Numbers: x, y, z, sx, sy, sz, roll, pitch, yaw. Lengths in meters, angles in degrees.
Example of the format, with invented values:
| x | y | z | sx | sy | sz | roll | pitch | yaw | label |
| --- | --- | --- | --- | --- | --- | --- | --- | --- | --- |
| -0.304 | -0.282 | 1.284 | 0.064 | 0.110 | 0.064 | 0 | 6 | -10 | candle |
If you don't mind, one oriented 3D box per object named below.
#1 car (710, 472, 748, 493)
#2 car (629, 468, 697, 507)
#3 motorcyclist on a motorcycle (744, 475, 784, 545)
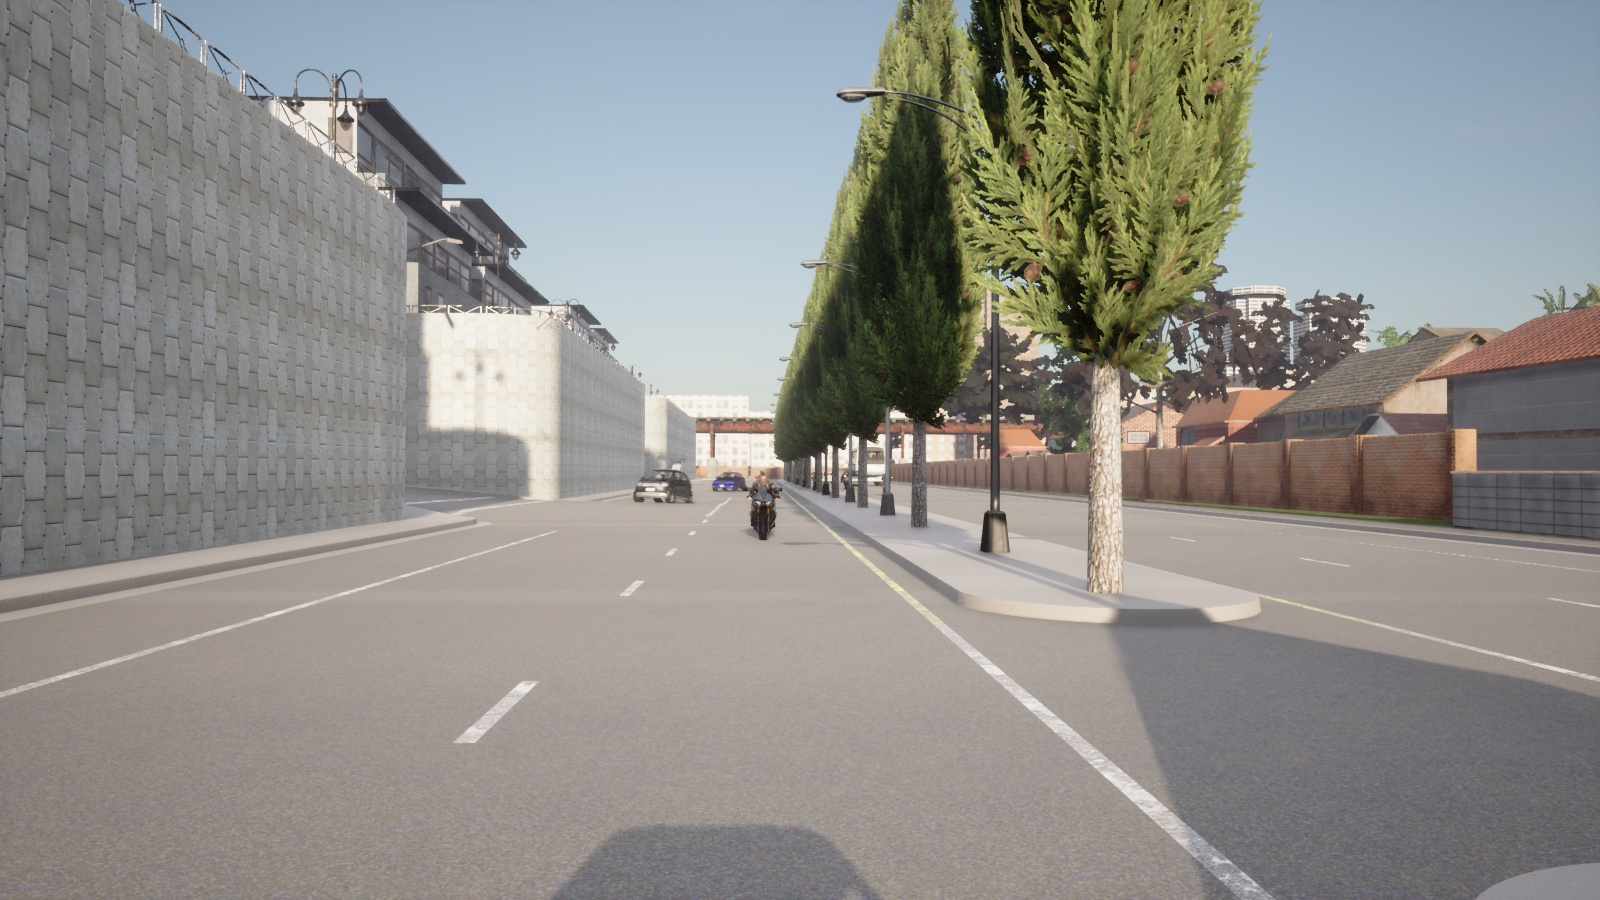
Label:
| x | y | z | sx | sy | sz | roll | pitch | yaw | label |
| --- | --- | --- | --- | --- | --- | --- | --- | --- | --- |
| -5.289 | 2.423 | 93.927 | 1.816 | 1.474 | 4.193 | 0 | -1 | 12 | car |
| -6.004 | 1.673 | 55.256 | 1.789 | 1.549 | 3.705 | 1 | -4 | 13 | car |
| -0.825 | 1.333 | 28.652 | 0.866 | 1.530 | 2.191 | 0 | -1 | -2 | motorcyclist on a motorcycle |
